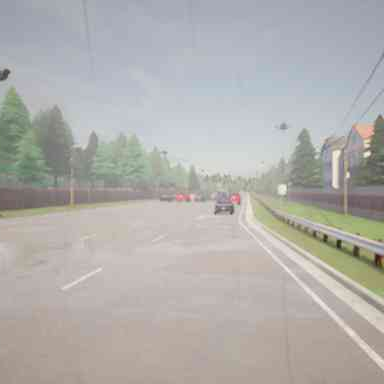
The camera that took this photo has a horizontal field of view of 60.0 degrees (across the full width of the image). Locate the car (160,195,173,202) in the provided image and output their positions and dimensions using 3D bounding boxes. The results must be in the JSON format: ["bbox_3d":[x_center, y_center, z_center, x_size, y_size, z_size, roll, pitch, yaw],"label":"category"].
[{"bbox_3d":[-5.178,1.302,68.276,1.882,1.535,5.008,0,0,10],"label":"car"}]

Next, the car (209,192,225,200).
[{"bbox_3d":[5.176,1.329,66.533,2.128,1.511,4.902,0,0,10],"label":"car"}]

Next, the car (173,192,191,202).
[{"bbox_3d":[-1.722,1.051,67.724,2.150,2.045,5.566,0,0,10],"label":"car"}]

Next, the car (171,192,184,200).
[{"bbox_3d":[-3.453,0.990,78.522,2.097,1.767,4.553,0,0,10],"label":"car"}]

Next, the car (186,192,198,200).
[{"bbox_3d":[-0.002,0.993,77.940,2.097,1.767,4.553,0,0,10],"label":"car"}]

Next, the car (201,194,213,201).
[{"bbox_3d":[3.455,1.166,77.389,2.128,1.511,4.902,0,0,10],"label":"car"}]

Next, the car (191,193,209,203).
[{"bbox_3d":[1.725,1.327,67.114,2.128,1.511,4.902,0,0,10],"label":"car"}]

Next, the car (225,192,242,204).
[{"bbox_3d":[7.430,1.079,58.237,2.150,2.045,5.566,0,0,10],"label":"car"}]

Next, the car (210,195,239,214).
[{"bbox_3d":[3.407,1.407,34.200,2.128,1.511,4.902,0,0,9],"label":"car"}]
